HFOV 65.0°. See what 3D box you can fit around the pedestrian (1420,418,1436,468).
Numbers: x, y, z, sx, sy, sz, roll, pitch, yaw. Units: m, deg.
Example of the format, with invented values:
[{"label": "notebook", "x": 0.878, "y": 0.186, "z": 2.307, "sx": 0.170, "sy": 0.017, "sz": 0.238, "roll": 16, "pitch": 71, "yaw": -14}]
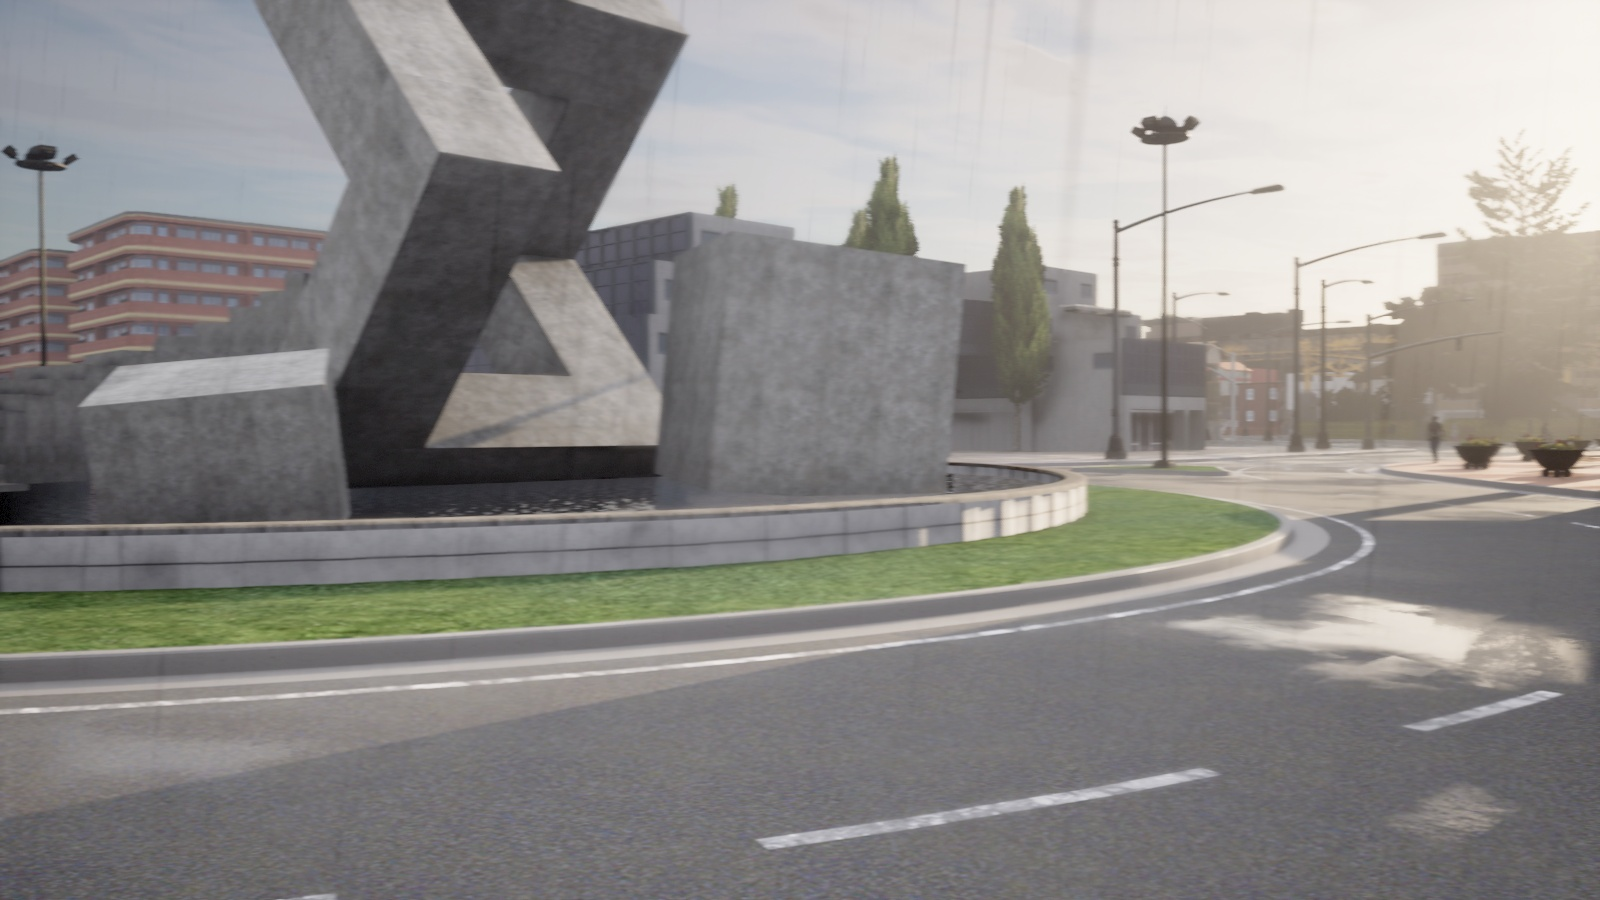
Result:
[{"label": "pedestrian", "x": 23.055, "y": -0.262, "z": 46.081, "sx": 0.328, "sy": 1.805, "sz": 0.869, "roll": 1, "pitch": 1, "yaw": 38}]
